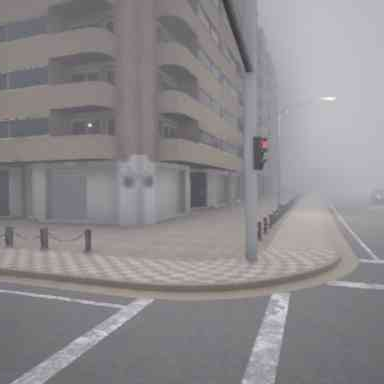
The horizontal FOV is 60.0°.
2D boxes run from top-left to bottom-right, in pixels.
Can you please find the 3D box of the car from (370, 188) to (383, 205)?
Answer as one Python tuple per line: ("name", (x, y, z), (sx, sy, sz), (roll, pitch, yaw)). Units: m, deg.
("car", (19.903, 0.392, 34.546), (2.097, 1.767, 4.553), (0, 1, 20))
